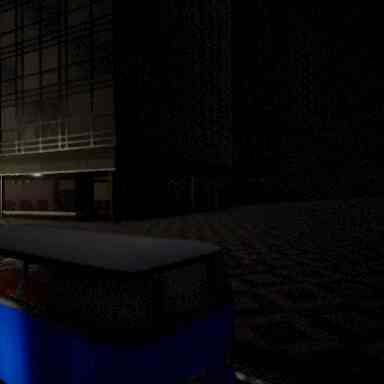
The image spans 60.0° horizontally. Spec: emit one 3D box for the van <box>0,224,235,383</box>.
[{"bbox_3d":[-1.464,1.344,3.902,3.998,1.788,1.690,0,-1,35],"label":"van"}]
